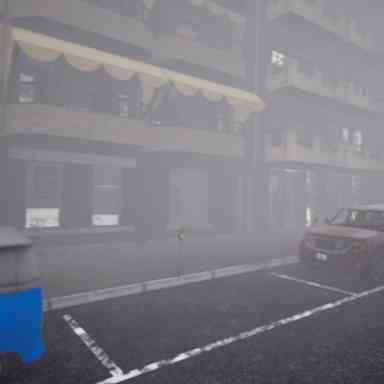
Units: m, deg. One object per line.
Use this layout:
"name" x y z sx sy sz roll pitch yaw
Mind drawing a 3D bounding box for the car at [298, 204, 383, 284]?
"car" 5.340 1.321 9.877 5.009 1.841 2.192 0 1 -35

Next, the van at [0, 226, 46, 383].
"van" -3.665 1.341 3.455 3.998 1.788 1.690 0 1 -35
